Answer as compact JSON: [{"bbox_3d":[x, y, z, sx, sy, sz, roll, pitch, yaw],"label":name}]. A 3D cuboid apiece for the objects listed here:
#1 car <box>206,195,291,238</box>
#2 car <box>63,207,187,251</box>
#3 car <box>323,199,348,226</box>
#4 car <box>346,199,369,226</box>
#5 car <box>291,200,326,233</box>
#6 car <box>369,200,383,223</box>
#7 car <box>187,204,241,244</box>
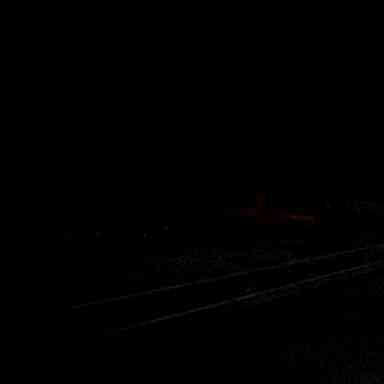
[{"bbox_3d":[1.926,1.187,17.492,5.566,2.045,2.435,-1,0,34],"label":"car"},{"bbox_3d":[-2.913,1.502,14.030,4.792,1.488,2.163,-1,0,34],"label":"car"},{"bbox_3d":[6.776,1.405,20.947,4.892,1.521,2.231,-1,0,34],"label":"car"},{"bbox_3d":[9.194,1.261,22.684,4.553,1.767,2.185,-1,0,34],"label":"car"},{"bbox_3d":[4.523,1.415,19.111,5.366,1.575,1.946,-1,-1,34],"label":"car"},{"bbox_3d":[11.564,1.370,24.452,5.008,1.535,2.097,-1,0,34],"label":"car"},{"bbox_3d":[-0.439,1.484,15.732,4.792,1.488,2.163,-1,-1,34],"label":"car"}]
